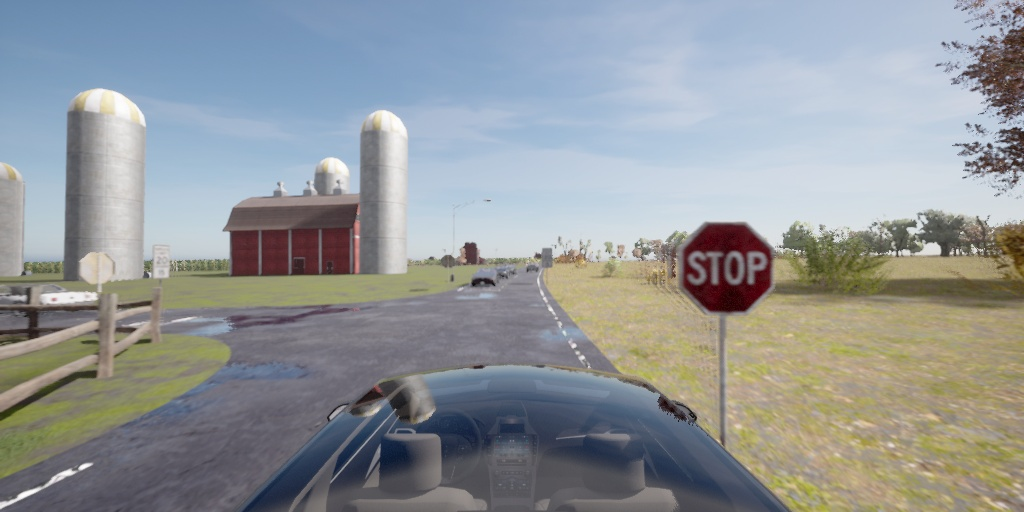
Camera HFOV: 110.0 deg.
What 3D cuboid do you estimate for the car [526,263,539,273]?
[{"bbox_3d":[3.353,1.931,59.338,2.128,1.511,4.902,0,-1,5],"label":"car"}]

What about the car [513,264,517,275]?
[{"bbox_3d":[-0.440,1.817,49.272,2.128,1.511,4.902,0,-1,6],"label":"car"}]

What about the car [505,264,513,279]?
[{"bbox_3d":[-1.322,1.773,39.102,1.994,1.385,4.181,0,-1,4],"label":"car"}]

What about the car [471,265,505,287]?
[{"bbox_3d":[-2.014,1.633,28.702,2.033,1.411,5.357,0,-1,3],"label":"car"}]

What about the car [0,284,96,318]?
[{"bbox_3d":[-20.777,1.843,14.957,4.718,1.301,1.895,-1,-1,-2],"label":"car"}]
